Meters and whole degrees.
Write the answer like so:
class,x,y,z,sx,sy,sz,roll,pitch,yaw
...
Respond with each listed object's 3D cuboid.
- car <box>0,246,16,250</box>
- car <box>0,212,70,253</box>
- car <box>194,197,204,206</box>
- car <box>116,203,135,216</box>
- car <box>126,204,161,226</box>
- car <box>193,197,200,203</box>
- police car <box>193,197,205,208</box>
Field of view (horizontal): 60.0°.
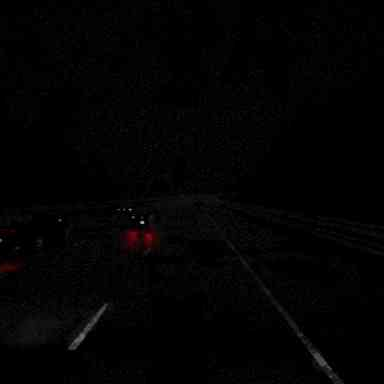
class,x,y,z,sx,sy,sz,roll,pitch,yaw
car,-3.401,1.526,2.165,1.837,1.490,4.892,0,0,0
car,-6.911,1.604,14.396,1.882,1.535,5.008,0,0,0
car,1.431,1.964,68.662,2.097,1.767,4.553,0,-1,1
car,-6.924,1.869,36.511,2.033,1.411,5.357,0,0,0
car,-3.419,1.823,25.169,1.895,1.301,4.718,0,0,0
car,1.220,2.167,92.447,1.882,1.535,5.008,0,-1,3
police car,1.217,1.950,58.879,1.930,1.638,5.238,0,-1,1
